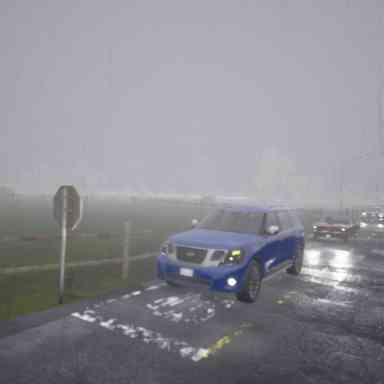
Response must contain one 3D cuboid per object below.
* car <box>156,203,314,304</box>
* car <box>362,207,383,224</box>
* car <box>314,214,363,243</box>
[{"bbox_3d":[1.424,1.355,9.073,2.150,2.045,5.566,2,-1,34],"label":"car"},{"bbox_3d":[19.593,2.364,35.744,2.097,1.767,4.553,2,-1,35],"label":"car"},{"bbox_3d":[8.501,2.080,19.535,1.895,1.301,4.718,2,-1,34],"label":"car"}]
